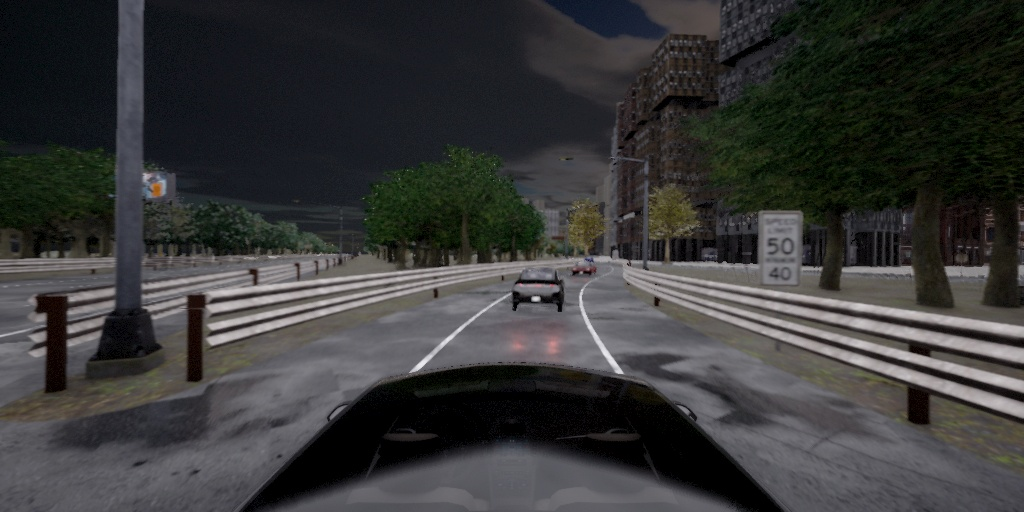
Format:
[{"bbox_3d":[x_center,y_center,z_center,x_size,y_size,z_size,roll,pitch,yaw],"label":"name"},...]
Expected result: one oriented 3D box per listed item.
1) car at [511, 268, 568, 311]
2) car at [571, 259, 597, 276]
[{"bbox_3d":[1.150,1.207,14.287,2.128,1.511,4.902,1,0,9],"label":"car"},{"bbox_3d":[7.280,1.282,35.726,1.895,1.301,4.718,1,0,21],"label":"car"}]
